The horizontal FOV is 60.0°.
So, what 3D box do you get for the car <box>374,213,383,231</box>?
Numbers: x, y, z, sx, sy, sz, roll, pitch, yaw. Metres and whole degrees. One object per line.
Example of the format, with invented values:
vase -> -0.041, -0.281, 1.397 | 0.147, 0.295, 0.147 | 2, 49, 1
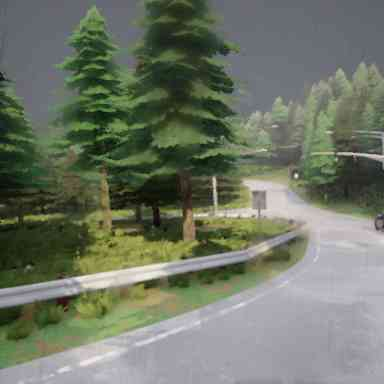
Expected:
car -> 13.111, 1.890, 21.360 | 1.994, 1.385, 4.181 | -2, -2, 19
